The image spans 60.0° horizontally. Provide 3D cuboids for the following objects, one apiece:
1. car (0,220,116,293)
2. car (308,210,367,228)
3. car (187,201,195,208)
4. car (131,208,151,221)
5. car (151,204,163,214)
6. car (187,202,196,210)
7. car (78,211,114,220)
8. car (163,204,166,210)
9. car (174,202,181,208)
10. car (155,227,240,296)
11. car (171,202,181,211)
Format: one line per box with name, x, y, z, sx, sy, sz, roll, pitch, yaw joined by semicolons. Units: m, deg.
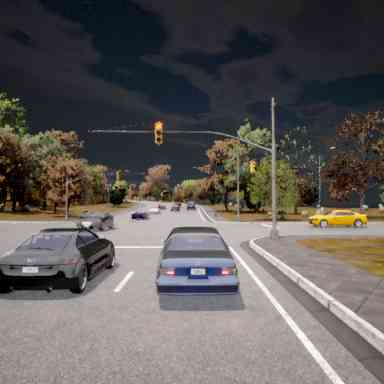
car;-3.444;1.666;9.100;1.994;1.385;4.181;0;-1;0
car;12.965;2.369;29.720;5.008;1.535;1.882;0;-3;-2
car;-0.321;3.248;88.051;1.882;1.535;5.008;0;0;-4
car;-7.192;3.207;45.847;1.895;1.301;4.718;0;-2;-1
car;-7.216;3.513;63.980;1.812;1.442;4.674;0;-1;0
car;-0.200;3.314;77.872;2.097;1.767;4.553;0;0;0
car;-7.165;2.168;25.026;2.128;1.511;4.902;0;-3;0
car;-7.204;3.546;79.091;1.895;1.301;4.718;0;0;0
car;-3.845;3.433;88.309;1.837;1.490;4.892;0;0;-4
car;0.069;1.647;8.991;2.033;1.411;5.357;0;-1;-1
car;-3.688;3.501;75.000;1.812;1.442;4.674;0;0;0
